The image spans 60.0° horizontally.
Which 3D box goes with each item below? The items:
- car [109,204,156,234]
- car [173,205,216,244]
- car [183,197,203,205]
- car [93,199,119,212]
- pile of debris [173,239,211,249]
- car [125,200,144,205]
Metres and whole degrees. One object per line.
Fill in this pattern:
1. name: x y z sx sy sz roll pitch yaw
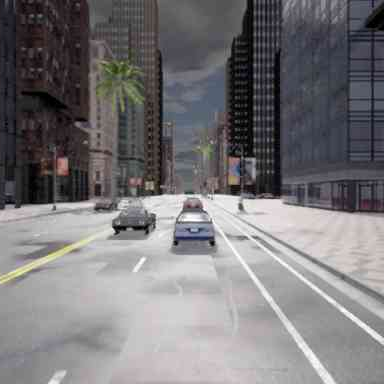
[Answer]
1. car: -3.148 1.603 19.106 1.895 1.301 4.718 0 0 0
2. car: 0.089 1.547 15.648 2.033 1.411 5.357 0 0 0
3. car: 0.104 1.358 35.726 2.097 1.767 4.553 0 0 0
4. car: -9.840 1.554 38.512 2.033 1.411 5.357 0 0 0
5. pile of debris: 0.002 2.177 14.001 1.500 0.140 1.860 0 0 0
6. car: -6.590 1.608 38.049 1.895 1.301 4.718 0 0 0
